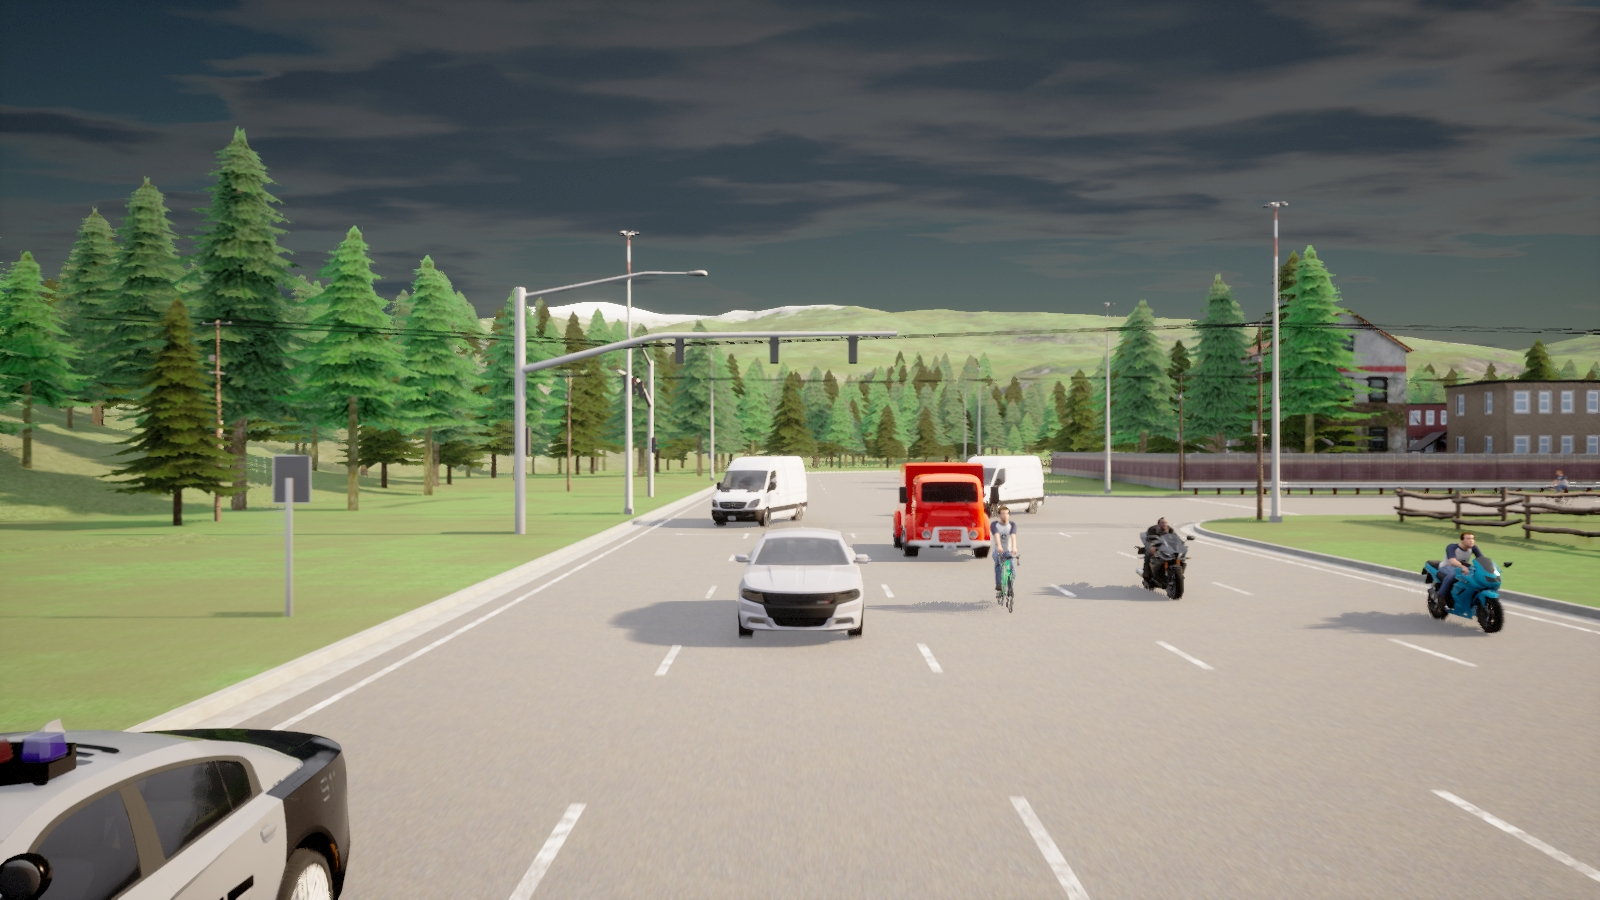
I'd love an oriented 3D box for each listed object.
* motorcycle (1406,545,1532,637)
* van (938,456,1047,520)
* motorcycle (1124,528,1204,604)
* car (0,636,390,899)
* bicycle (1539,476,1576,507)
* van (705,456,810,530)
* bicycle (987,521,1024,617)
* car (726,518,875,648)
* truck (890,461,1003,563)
[{"bbox_3d":[10.510,2.186,18.051,0.803,1.199,2.033,0,0,0],"label":"motorcycle"},{"bbox_3d":[8.323,1.534,48.898,1.988,2.561,5.915,0,0,38],"label":"van"},{"bbox_3d":[7.015,2.205,22.135,0.867,1.251,2.209,0,0,0],"label":"motorcycle"},{"bbox_3d":[-3.609,1.982,4.516,2.097,1.638,5.238,0,0,0],"label":"car"},{"bbox_3d":[37.674,2.055,56.827,1.643,1.496,0.373,0,0,0],"label":"bicycle"},{"bbox_3d":[-1.483,1.534,43.219,1.988,2.561,5.915,-1,0,18],"label":"van"},{"bbox_3d":[3.599,2.056,20.071,0.373,1.496,1.643,0,0,1],"label":"bicycle"},{"bbox_3d":[0.034,2.034,18.658,2.097,1.535,5.006,0,0,1],"label":"car"},{"bbox_3d":[3.845,1.567,30.929,2.627,2.467,5.204,0,0,3],"label":"truck"}]
